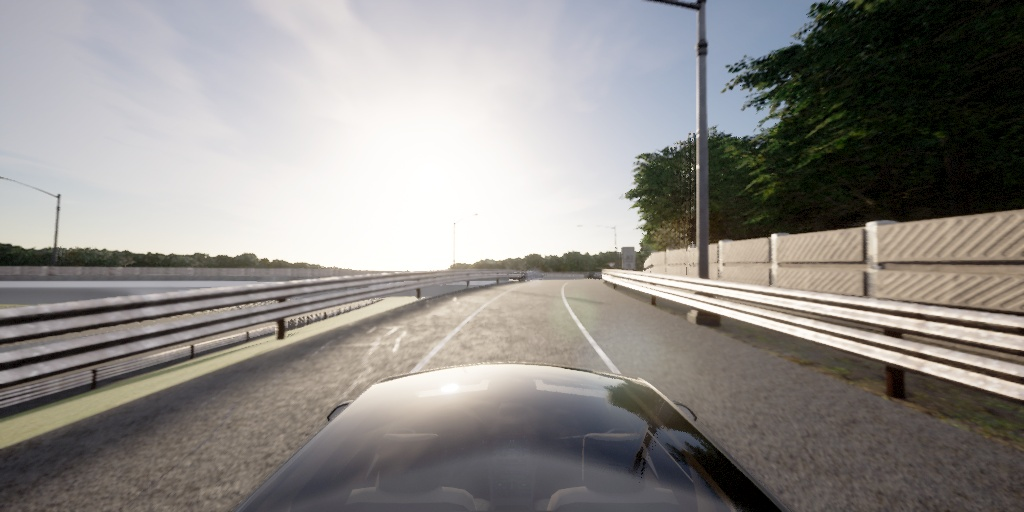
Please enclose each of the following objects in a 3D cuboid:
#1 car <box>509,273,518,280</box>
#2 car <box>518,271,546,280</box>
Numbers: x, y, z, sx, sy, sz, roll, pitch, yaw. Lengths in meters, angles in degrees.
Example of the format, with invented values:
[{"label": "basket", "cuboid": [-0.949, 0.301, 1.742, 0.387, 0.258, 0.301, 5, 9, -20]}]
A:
[{"label": "car", "cuboid": [2.310, 3.500, 64.856, 2.128, 1.511, 4.902, -4, -5, 44]}, {"label": "car", "cuboid": [3.847, 3.323, 61.467, 4.892, 1.490, 1.837, 3, -4, -45]}]
